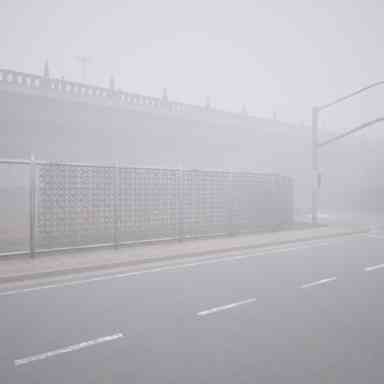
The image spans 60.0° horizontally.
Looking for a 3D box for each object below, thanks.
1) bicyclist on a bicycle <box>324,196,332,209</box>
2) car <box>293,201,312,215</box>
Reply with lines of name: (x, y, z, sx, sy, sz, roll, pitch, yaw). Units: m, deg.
bicyclist on a bicycle: (17.734, 1.356, 43.314, 1.656, 1.620, 0.582, 0, 0, -36)
car: (10.462, 1.619, 34.610, 1.994, 1.385, 4.181, 0, 0, -36)
